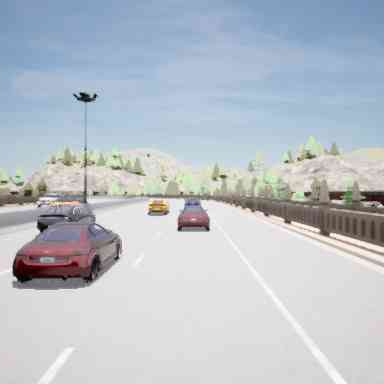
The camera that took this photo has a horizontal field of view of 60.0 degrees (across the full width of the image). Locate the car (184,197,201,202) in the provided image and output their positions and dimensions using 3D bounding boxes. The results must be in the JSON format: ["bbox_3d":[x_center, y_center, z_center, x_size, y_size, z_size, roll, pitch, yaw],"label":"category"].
[{"bbox_3d":[0.097,1.373,42.107,2.097,1.767,4.553,0,0,0],"label":"car"}]

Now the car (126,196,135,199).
[{"bbox_3d":[-14.213,1.683,77.387,1.994,1.385,4.181,0,0,-4],"label":"car"}]

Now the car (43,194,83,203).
[{"bbox_3d":[-14.092,1.366,36.621,2.097,1.767,4.553,0,0,0],"label":"car"}]

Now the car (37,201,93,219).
[{"bbox_3d":[-6.902,1.493,18.696,2.128,1.511,4.902,0,0,0],"label":"car"}]

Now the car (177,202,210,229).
[{"bbox_3d":[0.097,1.565,21.386,1.994,1.385,4.181,0,0,0],"label":"car"}]

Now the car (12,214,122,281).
[{"bbox_3d":[-3.401,1.565,9.833,1.994,1.385,4.181,0,0,0],"label":"car"}]

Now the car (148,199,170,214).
[{"bbox_3d":[-3.402,1.488,34.833,1.882,1.535,5.008,0,0,0],"label":"car"}]

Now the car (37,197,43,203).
[{"bbox_3d":[-21.061,1.258,49.774,2.150,2.045,5.566,0,0,0],"label":"car"}]
